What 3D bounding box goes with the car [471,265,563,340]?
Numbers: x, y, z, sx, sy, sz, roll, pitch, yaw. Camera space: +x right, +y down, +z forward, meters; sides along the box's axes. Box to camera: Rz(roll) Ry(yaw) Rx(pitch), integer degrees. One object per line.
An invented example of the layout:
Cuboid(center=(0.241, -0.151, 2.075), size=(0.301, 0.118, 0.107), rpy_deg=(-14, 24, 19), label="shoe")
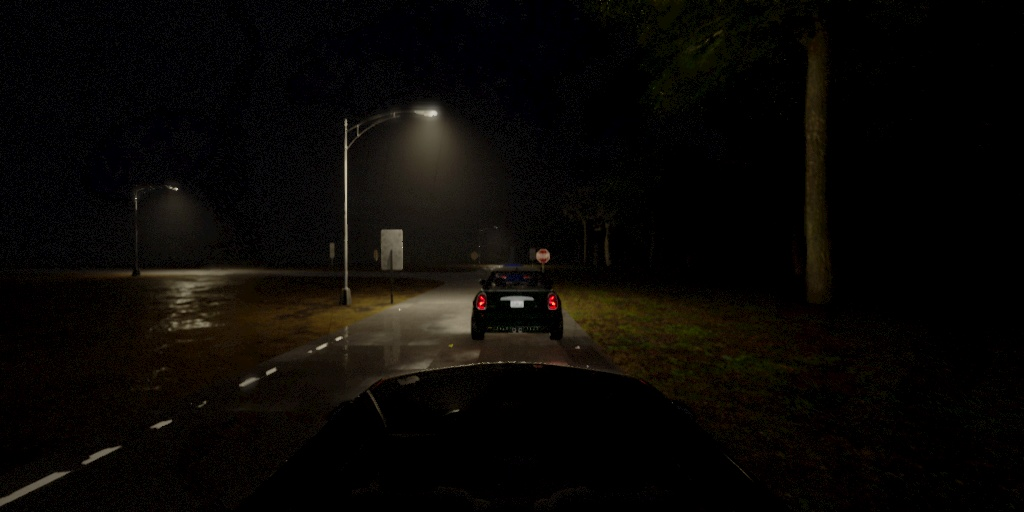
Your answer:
Cuboid(center=(0.120, 1.063, 9.984), size=(2.097, 1.767, 4.553), rpy_deg=(0, 0, 0), label="car")
